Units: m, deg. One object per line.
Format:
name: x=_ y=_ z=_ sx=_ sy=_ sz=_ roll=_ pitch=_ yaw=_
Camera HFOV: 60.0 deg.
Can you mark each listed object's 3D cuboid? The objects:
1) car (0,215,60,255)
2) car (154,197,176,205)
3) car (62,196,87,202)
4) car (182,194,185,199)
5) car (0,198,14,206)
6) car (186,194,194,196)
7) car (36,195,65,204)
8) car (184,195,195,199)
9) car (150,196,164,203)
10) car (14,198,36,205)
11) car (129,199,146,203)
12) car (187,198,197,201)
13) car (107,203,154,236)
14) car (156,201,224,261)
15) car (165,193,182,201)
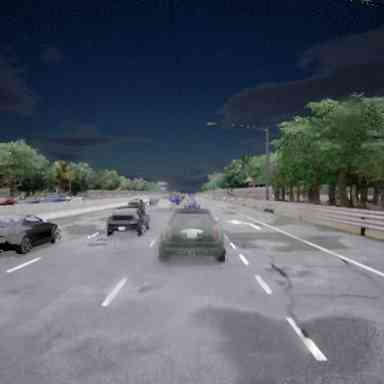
car: x=-6.999 y=1.606 z=13.533 sx=1.994 sy=1.385 sz=4.181 roll=0 pitch=0 yaw=0
car: x=-3.496 y=1.692 z=43.226 sx=1.812 sy=1.442 sz=4.674 roll=0 pitch=0 yaw=0
car: x=-17.534 y=1.667 z=50.875 sx=1.882 sy=1.535 sz=5.008 roll=0 pitch=0 yaw=1
car: x=-3.492 y=1.845 z=84.070 sx=1.895 sy=1.301 sz=4.718 roll=0 pitch=0 yaw=0
car: x=-28.033 y=1.666 z=49.728 sx=1.882 sy=1.535 sz=5.008 roll=0 pitch=0 yaw=1
car: x=0.008 y=1.771 z=82.051 sx=2.128 sy=1.511 sz=4.902 roll=0 pitch=0 yaw=0
car: x=-21.032 y=1.407 z=50.692 sx=2.150 sy=2.045 sz=5.566 roll=0 pitch=0 yaw=1
car: x=0.006 y=1.819 z=63.922 sx=1.895 sy=1.301 sz=4.718 roll=0 pitch=0 yaw=0
car: x=-6.994 y=1.697 z=63.932 sx=1.882 sy=1.535 sz=5.008 roll=0 pitch=0 yaw=0
car: x=-24.530 y=1.682 z=50.917 sx=2.128 sy=1.511 sz=4.902 roll=0 pitch=0 yaw=1
car: x=-6.997 y=1.670 z=42.332 sx=1.837 sy=1.490 sz=4.892 roll=0 pitch=0 yaw=0
car: x=0.003 y=1.757 z=40.537 sx=1.895 sy=1.301 sz=4.718 roll=0 pitch=0 yaw=0
car: x=-3.497 y=1.572 z=18.943 sx=1.837 sy=1.490 sz=4.892 roll=0 pitch=0 yaw=0
car: x=0.001 y=1.390 z=12.584 sx=2.097 sy=1.767 sz=4.553 roll=0 pitch=0 yaw=0
car: x=-3.493 y=1.441 z=63.979 sx=2.150 sy=2.045 sz=5.566 roll=0 pitch=0 yaw=0
